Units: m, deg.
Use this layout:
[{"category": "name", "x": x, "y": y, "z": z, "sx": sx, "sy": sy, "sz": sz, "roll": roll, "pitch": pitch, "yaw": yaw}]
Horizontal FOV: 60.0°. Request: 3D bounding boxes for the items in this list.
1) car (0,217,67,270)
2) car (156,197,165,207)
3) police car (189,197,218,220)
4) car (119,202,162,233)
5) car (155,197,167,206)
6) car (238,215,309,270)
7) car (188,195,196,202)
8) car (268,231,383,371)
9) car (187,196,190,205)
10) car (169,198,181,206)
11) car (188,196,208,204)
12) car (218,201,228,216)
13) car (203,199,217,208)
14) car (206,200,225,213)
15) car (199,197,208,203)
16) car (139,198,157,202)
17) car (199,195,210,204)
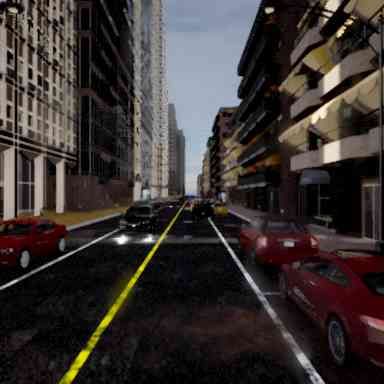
[{"category": "car", "x": -5.690, "y": 1.579, "z": 11.159, "sx": 1.887, "sy": 1.381, "sz": 4.507, "roll": 0, "pitch": 0, "yaw": 0}, {"category": "car", "x": -5.693, "y": 1.717, "z": 50.697, "sx": 2.008, "sy": 1.369, "sz": 4.403, "roll": 0, "pitch": 0, "yaw": 0}, {"category": "police car", "x": 0.898, "y": 1.516, "z": 28.926, "sx": 1.930, "sy": 1.638, "sz": 5.238, "roll": 0, "pitch": 0, "yaw": 0}, {"category": "car", "x": -3.101, "y": 1.568, "z": 20.126, "sx": 1.837, "sy": 1.490, "sz": 4.892, "roll": 0, "pitch": 0, "yaw": 0}, {"category": "car", "x": -5.694, "y": 1.734, "z": 61.825, "sx": 1.752, "sy": 1.417, "sz": 4.829, "roll": 0, "pitch": 0, "yaw": 0}, {"category": "car", "x": 2.690, "y": 1.474, "z": 11.159, "sx": 1.967, "sy": 1.590, "sz": 4.097, "roll": 0, "pitch": 0, "yaw": 0}, {"category": "car", "x": -0.004, "y": 1.653, "z": 84.353, "sx": 1.882, "sy": 1.535, "sz": 5.008, "roll": 0, "pitch": 0, "yaw": 0}, {"category": "car", "x": 2.691, "y": 1.599, "z": 5.510, "sx": 1.802, "sy": 1.307, "sz": 4.206, "roll": 0, "pitch": 0, "yaw": 0}, {"category": "car", "x": -0.003, "y": 1.820, "z": 64.038, "sx": 1.895, "sy": 1.301, "sz": 4.718, "roll": 0, "pitch": 0, "yaw": 0}, {"category": "car", "x": -3.027, "y": 1.751, "z": 60.754, "sx": 2.033, "sy": 1.411, "sz": 5.357, "roll": 0, "pitch": 0, "yaw": 1}, {"category": "car", "x": 0.785, "y": 1.602, "z": 38.817, "sx": 1.882, "sy": 1.535, "sz": 5.008, "roll": 0, "pitch": 0, "yaw": 0}, {"category": "car", "x": 2.689, "y": 1.632, "z": 33.923, "sx": 1.752, "sy": 1.417, "sz": 4.829, "roll": 0, "pitch": 0, "yaw": 0}, {"category": "car", "x": 2.687, "y": 1.716, "z": 50.699, "sx": 2.008, "sy": 1.369, "sz": 4.403, "roll": 0, "pitch": 0, "yaw": 0}, {"category": "car", "x": 2.689, "y": 1.691, "z": 39.402, "sx": 1.947, "sy": 1.339, "sz": 4.313, "roll": 0, "pitch": 0, "yaw": 0}, {"category": "car", "x": 2.685, "y": 1.855, "z": 78.941, "sx": 1.802, "sy": 1.307, "sz": 4.206, "roll": 0, "pitch": 0, "yaw": 0}, {"category": "car", "x": -5.693, "y": 1.692, "z": 39.401, "sx": 1.947, "sy": 1.339, "sz": 4.313, "roll": 0, "pitch": 0, "yaw": 0}, {"category": "car", "x": 2.686, "y": 1.567, "z": 73.293, "sx": 2.192, "sy": 1.841, "sz": 5.009, "roll": 0, "pitch": 0, "yaw": 0}]
